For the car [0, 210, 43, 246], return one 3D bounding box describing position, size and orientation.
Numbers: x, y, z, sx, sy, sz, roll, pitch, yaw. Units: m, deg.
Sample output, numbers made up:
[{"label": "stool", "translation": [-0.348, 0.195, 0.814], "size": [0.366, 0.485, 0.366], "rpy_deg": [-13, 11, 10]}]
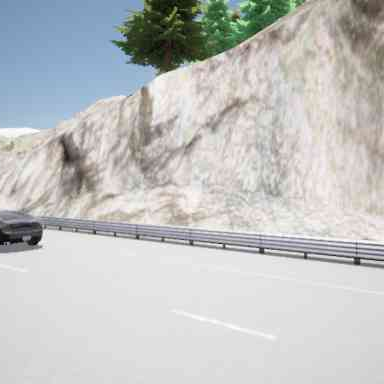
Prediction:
[{"label": "car", "translation": [-8.250, 1.514, 14.059], "size": [4.892, 1.490, 1.837], "rpy_deg": [0, 0, 36]}]
